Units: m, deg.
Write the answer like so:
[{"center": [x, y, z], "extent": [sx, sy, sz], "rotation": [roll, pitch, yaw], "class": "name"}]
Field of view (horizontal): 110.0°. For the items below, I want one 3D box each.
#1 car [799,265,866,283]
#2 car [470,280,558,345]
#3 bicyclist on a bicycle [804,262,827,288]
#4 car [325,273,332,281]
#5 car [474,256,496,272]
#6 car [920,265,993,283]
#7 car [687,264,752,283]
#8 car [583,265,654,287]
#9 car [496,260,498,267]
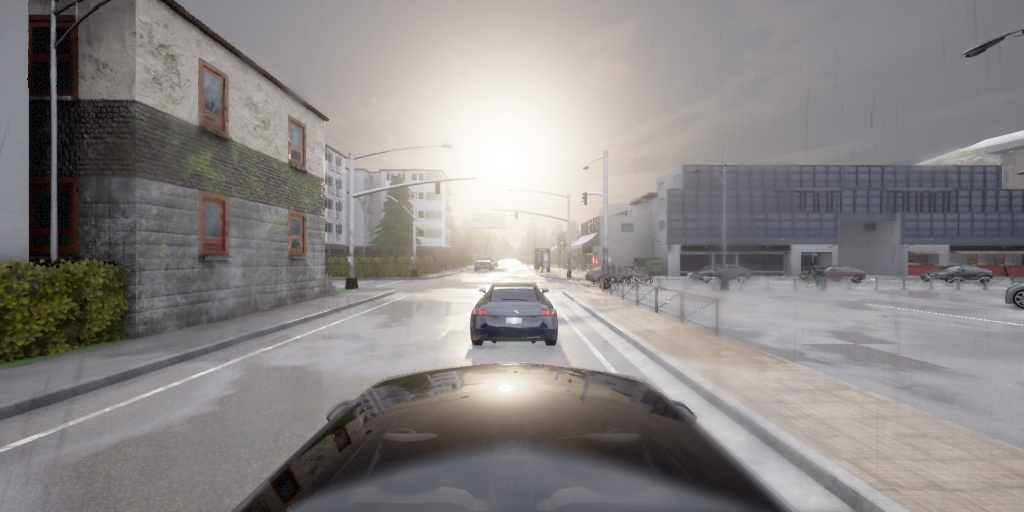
[{"center": [26.402, 1.452, 29.597], "extent": [4.674, 1.442, 1.812], "rotation": [0, 0, 0], "class": "car"}, {"center": [0.054, 1.314, 9.473], "extent": [1.994, 1.385, 4.181], "rotation": [0, 0, 0], "class": "car"}, {"center": [18.692, 1.227, 22.092], "extent": [0.582, 1.620, 1.656], "rotation": [0, 0, 0], "class": "bicyclist on a bicycle"}, {"center": [-15.423, 1.452, 25.703], "extent": [4.674, 1.442, 1.812], "rotation": [0, 0, 1], "class": "car"}, {"center": [-3.647, 0.972, 47.090], "extent": [2.150, 2.045, 5.566], "rotation": [0, 0, 0], "class": "car"}, {"center": [36.712, 1.452, 29.617], "extent": [4.674, 1.442, 1.812], "rotation": [0, 0, 0], "class": "car"}, {"center": [17.037, 1.417, 29.569], "extent": [4.902, 1.511, 2.128], "rotation": [0, 0, 0], "class": "car"}, {"center": [7.654, 1.422, 25.838], "extent": [4.902, 1.511, 2.128], "rotation": [0, 0, 0], "class": "car"}, {"center": [-3.647, 1.351, 56.983], "extent": [1.895, 1.301, 4.718], "rotation": [0, 0, 0], "class": "car"}]
